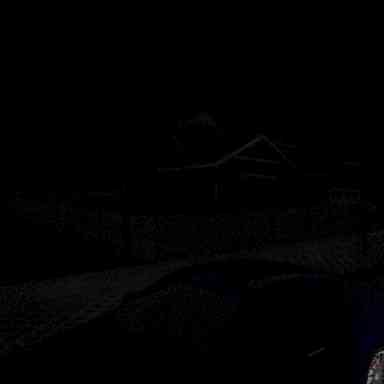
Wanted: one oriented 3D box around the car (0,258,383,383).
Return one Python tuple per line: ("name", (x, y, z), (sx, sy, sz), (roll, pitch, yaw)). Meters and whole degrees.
("car", (0.312, 1.501, 3.303), (4.674, 1.442, 1.812), (-1, 1, -36))
